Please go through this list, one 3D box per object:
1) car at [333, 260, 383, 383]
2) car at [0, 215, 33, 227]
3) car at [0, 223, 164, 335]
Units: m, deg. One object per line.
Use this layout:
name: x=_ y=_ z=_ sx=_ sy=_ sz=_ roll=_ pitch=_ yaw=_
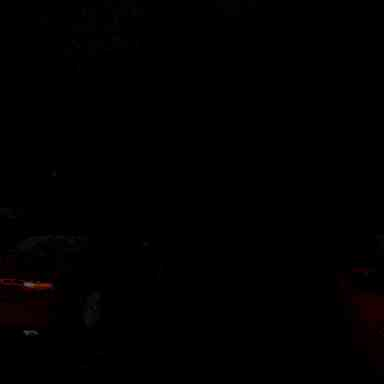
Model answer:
car: x=2.827 y=1.357 z=3.377 sx=2.185 sy=1.767 sz=4.553 roll=0 pitch=-1 yaw=15
car: x=-7.086 y=1.428 z=10.290 sx=2.097 sy=1.535 sz=5.008 roll=1 pitch=0 yaw=14
car: x=-2.112 y=1.455 z=6.868 sx=2.097 sy=1.535 sz=5.008 roll=0 pitch=-1 yaw=14
